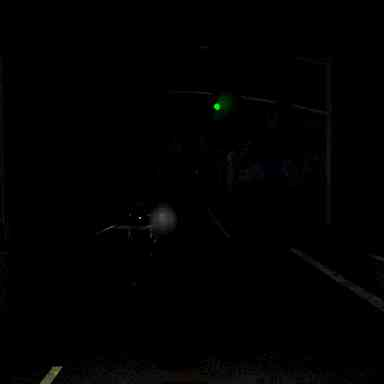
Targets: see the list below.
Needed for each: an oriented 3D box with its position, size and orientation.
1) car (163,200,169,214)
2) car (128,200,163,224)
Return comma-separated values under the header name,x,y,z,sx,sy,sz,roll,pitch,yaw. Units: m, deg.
name,x,y,z,sx,sy,sz,roll,pitch,yaw
car,-3.444,1.550,35.245,2.033,1.411,5.357,0,0,0
car,-3.494,1.506,24.908,1.837,1.490,4.892,0,0,0
